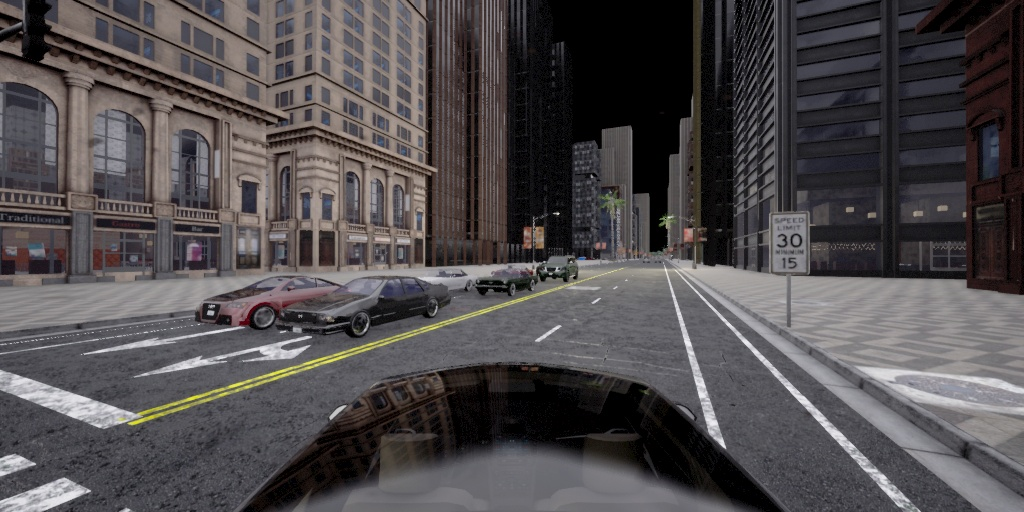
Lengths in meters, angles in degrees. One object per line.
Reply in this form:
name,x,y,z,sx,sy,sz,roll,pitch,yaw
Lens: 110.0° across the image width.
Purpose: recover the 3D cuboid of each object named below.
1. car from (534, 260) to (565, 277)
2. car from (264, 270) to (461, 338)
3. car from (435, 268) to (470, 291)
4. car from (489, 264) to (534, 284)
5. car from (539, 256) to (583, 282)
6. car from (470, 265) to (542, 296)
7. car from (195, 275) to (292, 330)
car,4.051,1.251,37.925,1.882,1.535,5.008,0,0,23
car,-3.874,1.299,10.631,2.033,1.411,5.357,0,0,23
car,-3.762,1.357,19.332,1.895,1.301,4.718,0,0,23
car,0.081,1.364,28.523,1.895,1.301,4.718,0,0,23
car,3.951,0.987,29.347,2.150,2.045,5.566,0,0,22
car,-0.177,1.358,19.479,1.895,1.301,4.718,0,0,23
car,-7.135,1.316,11.247,1.994,1.385,4.181,0,0,23
